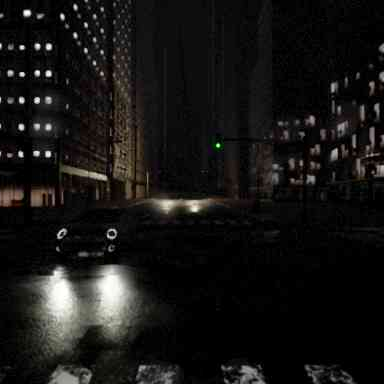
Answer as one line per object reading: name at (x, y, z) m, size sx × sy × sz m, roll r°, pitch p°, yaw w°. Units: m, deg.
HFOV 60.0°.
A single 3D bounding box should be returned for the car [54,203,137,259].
car at (-3.356, 1.333, 12.381) m, size 2.097 × 1.767 × 4.553 m, roll 0°, pitch -1°, yaw -1°
